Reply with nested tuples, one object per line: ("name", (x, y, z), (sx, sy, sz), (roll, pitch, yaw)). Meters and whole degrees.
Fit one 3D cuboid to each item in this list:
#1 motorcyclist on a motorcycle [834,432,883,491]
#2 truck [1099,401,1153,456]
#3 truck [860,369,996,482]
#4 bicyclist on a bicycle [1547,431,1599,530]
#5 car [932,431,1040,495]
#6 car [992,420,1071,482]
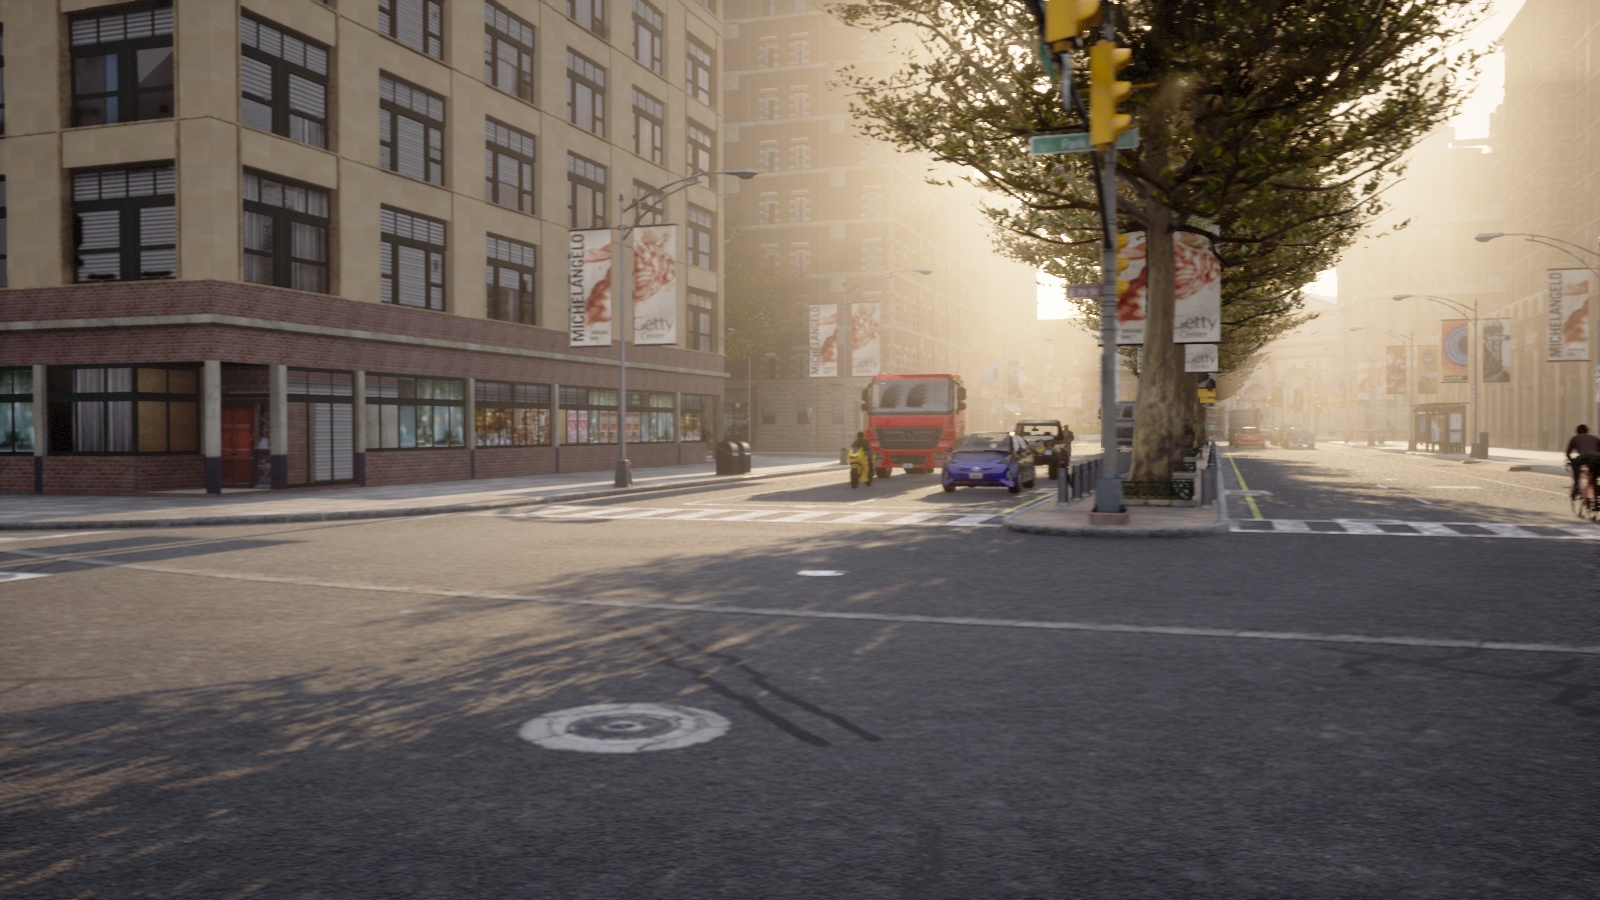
("motorcyclist on a motorcycle", (1.586, 0.274, 33.736), (0.797, 1.523, 2.044), (1, 1, 18))
("truck", (21.617, -1.402, 82.911), (2.891, 3.462, 7.936), (1, 1, 18))
("truck", (4.518, -0.820, 42.534), (2.891, 3.462, 7.936), (1, 1, 18))
("bicyclist on a bicycle", (13.267, 0.487, 21.405), (0.582, 1.620, 1.656), (0, 1, 19))
("car", (4.865, 0.274, 32.349), (2.007, 1.525, 4.514), (1, 1, 18))
("car", (7.478, 0.004, 40.353), (1.905, 1.878, 3.866), (1, 1, 19))
